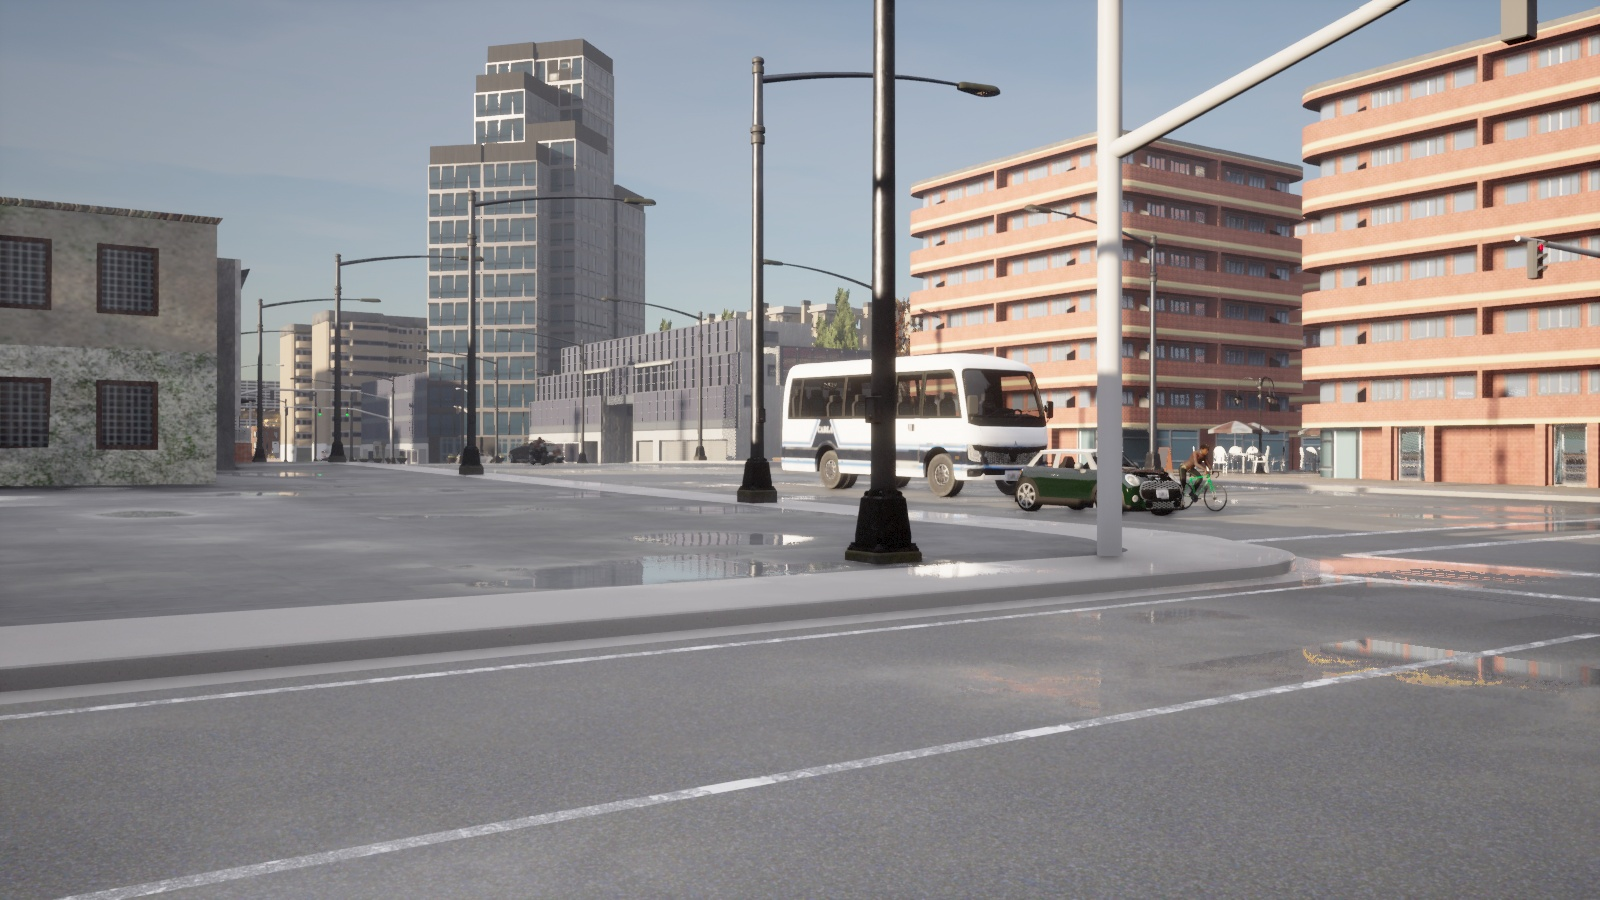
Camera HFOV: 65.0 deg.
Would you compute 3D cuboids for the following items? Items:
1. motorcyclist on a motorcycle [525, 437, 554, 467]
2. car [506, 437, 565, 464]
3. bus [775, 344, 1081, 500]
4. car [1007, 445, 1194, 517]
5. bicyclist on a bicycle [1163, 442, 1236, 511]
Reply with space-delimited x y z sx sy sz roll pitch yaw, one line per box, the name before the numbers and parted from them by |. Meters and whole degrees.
motorcyclist on a motorcycle | -13.583 0.113 65.400 0.797 1.523 2.044 0 0 -34
car | -17.773 0.050 84.302 2.152 1.651 5.027 0 -1 -34
bus | 3.641 -0.822 39.568 3.944 4.253 10.273 0 1 -34
car | 6.768 0.646 28.573 1.970 1.475 3.806 0 1 -33
bicyclist on a bicycle | 9.688 0.629 30.501 0.582 1.620 1.656 0 1 -34
